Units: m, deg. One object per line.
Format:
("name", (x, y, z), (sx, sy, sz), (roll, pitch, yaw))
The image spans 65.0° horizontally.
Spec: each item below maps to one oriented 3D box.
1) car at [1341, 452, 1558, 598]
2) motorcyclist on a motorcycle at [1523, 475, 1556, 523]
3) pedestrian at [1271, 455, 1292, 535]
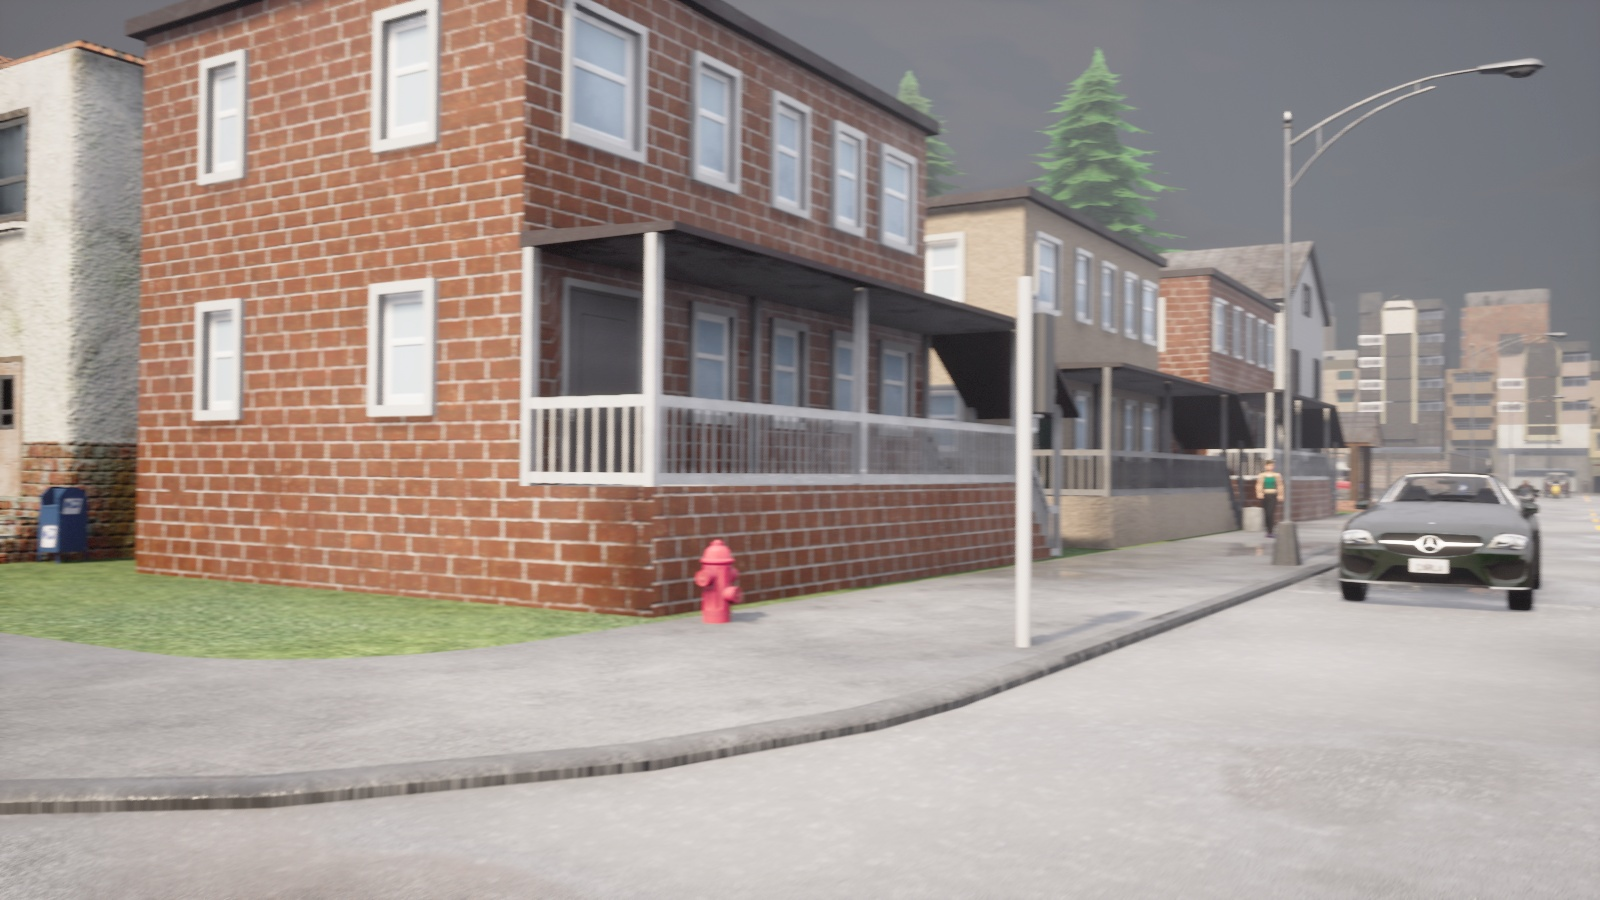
("car", (8.860, 0.889, 16.871), (2.152, 1.651, 5.027), (-1, -1, 32))
("motorcyclist on a motorcycle", (24.317, 1.575, 41.286), (0.866, 1.530, 2.191), (-1, -1, 32))
("pedestrian", (11.148, 1.030, 29.082), (0.345, 1.836, 0.594), (-1, -1, 32))
